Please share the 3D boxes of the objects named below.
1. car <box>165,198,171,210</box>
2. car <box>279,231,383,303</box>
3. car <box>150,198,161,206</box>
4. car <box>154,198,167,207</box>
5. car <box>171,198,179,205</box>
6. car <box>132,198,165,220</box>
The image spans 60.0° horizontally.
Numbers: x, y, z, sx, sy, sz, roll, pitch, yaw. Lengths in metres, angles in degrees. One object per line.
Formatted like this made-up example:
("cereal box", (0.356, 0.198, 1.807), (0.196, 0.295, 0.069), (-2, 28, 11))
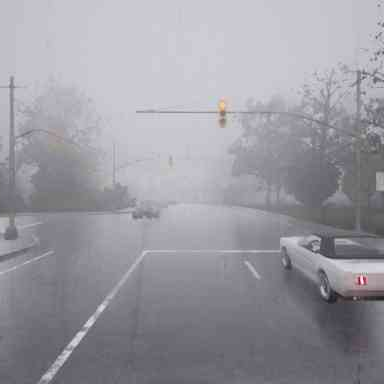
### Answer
("car", (-4.211, 1.609, 45.708), (1.837, 1.490, 4.892), (0, -1, -4))
("car", (3.598, 1.601, 8.170), (1.895, 1.301, 4.718), (0, 0, 0))
("car", (-7.862, 2.090, 71.161), (1.882, 1.535, 5.008), (0, -1, -13))
("car", (-5.700, 1.831, 59.817), (1.882, 1.535, 5.008), (0, -2, -9))
("car", (-4.979, 2.248, 73.788), (1.895, 1.301, 4.718), (0, -1, -19))
("car", (-3.655, 1.351, 27.734), (2.097, 1.767, 4.553), (0, 0, -1))
